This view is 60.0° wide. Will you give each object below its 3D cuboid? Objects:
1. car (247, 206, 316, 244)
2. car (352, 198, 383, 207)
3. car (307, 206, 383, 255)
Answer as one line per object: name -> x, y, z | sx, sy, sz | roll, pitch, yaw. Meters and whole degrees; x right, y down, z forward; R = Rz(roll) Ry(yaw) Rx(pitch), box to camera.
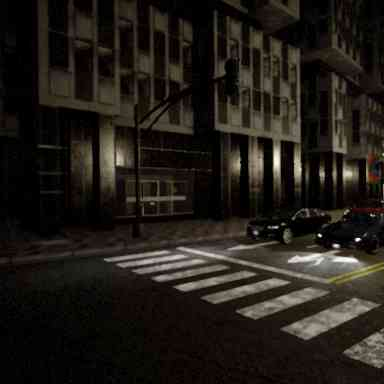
car -> 4.646, 1.443, 15.535 | 4.902, 1.511, 2.128 | 0, 0, -37
car -> 11.585, 1.264, 21.380 | 4.553, 1.767, 2.097 | 0, 0, -41
car -> 7.123, 1.491, 13.355 | 5.357, 1.411, 2.033 | 0, 0, -39
